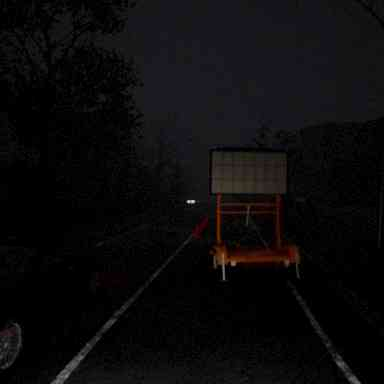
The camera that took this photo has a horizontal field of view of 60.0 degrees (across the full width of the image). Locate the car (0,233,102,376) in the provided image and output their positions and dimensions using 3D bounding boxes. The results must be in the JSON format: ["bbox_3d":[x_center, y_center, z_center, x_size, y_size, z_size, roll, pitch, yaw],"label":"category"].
[{"bbox_3d":[-3.022,1.508,5.726,1.812,1.442,4.674,0,0,5],"label":"car"}]

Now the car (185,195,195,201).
[{"bbox_3d":[-0.567,1.538,85.801,2.128,1.511,4.902,-1,0,-11],"label":"car"}]

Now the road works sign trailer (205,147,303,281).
[{"bbox_3d":[1.659,0.488,10.029,2.380,3.560,2.880,1,0,-7],"label":"road works sign trailer"}]
